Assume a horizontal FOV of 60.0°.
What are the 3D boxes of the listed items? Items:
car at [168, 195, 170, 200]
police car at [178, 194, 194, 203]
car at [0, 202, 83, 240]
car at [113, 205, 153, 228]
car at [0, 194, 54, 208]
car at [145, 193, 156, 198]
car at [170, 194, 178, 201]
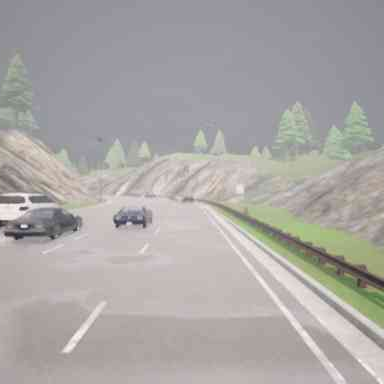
[{"bbox_3d":[-4.149,1.126,76.100,1.837,1.490,4.892,0,0,-15],"label":"car"},{"bbox_3d":[-0.840,1.125,60.227,1.930,1.638,5.238,0,0,-8],"label":"police car"},{"bbox_3d":[-7.024,1.464,16.366,2.033,1.411,5.357,0,0,-1],"label":"car"},{"bbox_3d":[-3.582,1.494,21.089,1.895,1.301,4.718,0,0,-1],"label":"car"},{"bbox_3d":[-10.591,1.110,21.789,2.150,2.045,5.566,0,0,-1],"label":"car"},{"bbox_3d":[-11.860,0.933,94.819,2.128,1.511,4.902,0,0,-25],"label":"car"},{"bbox_3d":[-2.721,1.105,70.340,1.801,1.575,5.366,0,0,-13],"label":"car"}]
